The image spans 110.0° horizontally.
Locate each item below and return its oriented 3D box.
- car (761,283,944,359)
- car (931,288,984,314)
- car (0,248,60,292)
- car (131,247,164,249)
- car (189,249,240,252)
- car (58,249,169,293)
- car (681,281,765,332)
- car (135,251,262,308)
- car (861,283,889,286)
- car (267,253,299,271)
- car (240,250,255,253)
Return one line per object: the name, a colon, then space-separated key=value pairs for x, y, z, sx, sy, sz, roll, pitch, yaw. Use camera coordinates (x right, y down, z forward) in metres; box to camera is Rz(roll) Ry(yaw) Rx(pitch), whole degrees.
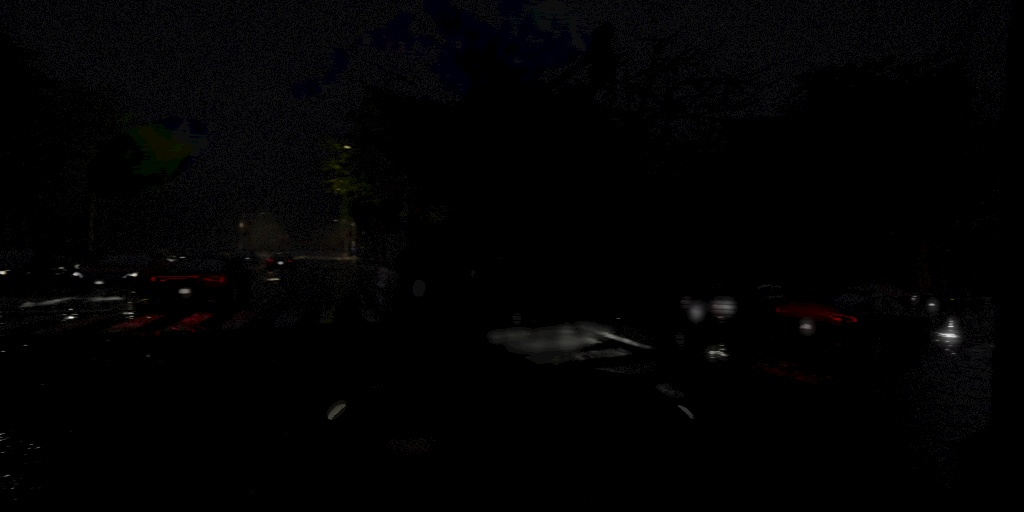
car: x=9.336 y=1.671 z=9.760 sx=5.008 sy=1.535 sz=1.882 roll=3 pitch=0 yaw=-27
car: x=25.757 y=2.582 z=21.213 sx=4.718 sy=1.301 sz=1.895 roll=3 pitch=0 yaw=-26
car: x=-18.105 y=0.437 z=13.082 sx=1.812 sy=1.442 sz=4.674 roll=3 pitch=0 yaw=-28
car: x=-22.609 y=0.210 z=22.128 sx=2.128 sy=1.511 sz=4.902 roll=3 pitch=0 yaw=-26
car: x=-19.488 y=0.434 z=23.124 sx=1.994 sy=1.385 sz=4.181 roll=3 pitch=0 yaw=-27
car: x=-15.084 y=0.584 z=14.304 sx=1.812 sy=1.442 sz=4.674 roll=3 pitch=0 yaw=-27
car: x=7.997 y=1.623 z=12.347 sx=4.902 sy=1.511 sz=2.128 roll=3 pitch=0 yaw=-26
car: x=-10.140 y=0.767 z=12.135 sx=1.882 sy=1.535 sz=5.008 roll=3 pitch=0 yaw=-27
car: x=16.551 y=2.017 z=16.618 sx=5.008 sy=1.535 sz=1.882 roll=3 pitch=0 yaw=-26
car: x=-19.067 y=0.471 z=29.981 sx=1.994 sy=1.385 sz=4.181 roll=3 pitch=0 yaw=-27
car: x=-23.960 y=0.206 z=32.174 sx=1.812 sy=1.442 sz=4.674 roll=3 pitch=0 yaw=-26
